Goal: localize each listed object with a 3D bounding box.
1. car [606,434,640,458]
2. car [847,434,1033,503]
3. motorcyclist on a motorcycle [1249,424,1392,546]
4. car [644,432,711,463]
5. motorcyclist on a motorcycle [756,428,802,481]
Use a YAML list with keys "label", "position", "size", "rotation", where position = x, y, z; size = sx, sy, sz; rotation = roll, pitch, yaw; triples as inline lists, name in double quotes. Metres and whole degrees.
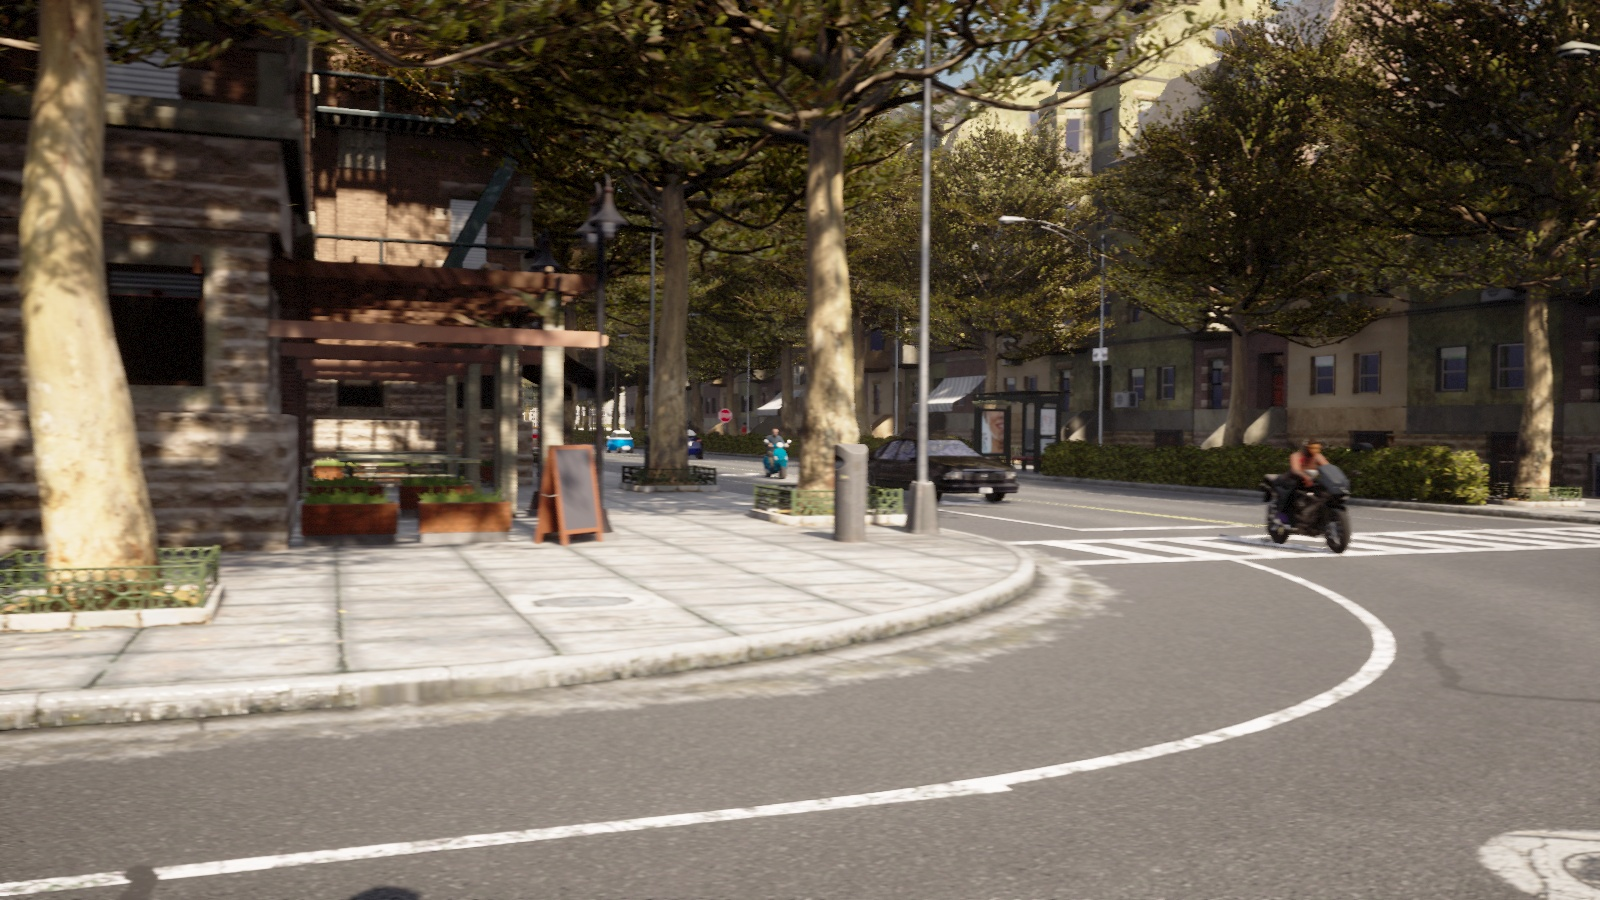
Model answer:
- label: "car"
  position: [-10.621, -0.255, 75.135]
  size: [1.481, 1.376, 2.207]
  rotation: [-1, 1, -23]
- label: "car"
  position: [3.066, 0.342, 28.910]
  size: [2.033, 1.411, 5.357]
  rotation: [-1, 1, -21]
- label: "motorcyclist on a motorcycle"
  position: [6.958, 0.430, 16.909]
  size: [0.797, 1.523, 2.044]
  rotation: [-2, 1, -9]
- label: "car"
  position: [-6.258, -0.171, 63.723]
  size: [2.163, 1.488, 4.792]
  rotation: [-1, 1, -21]
- label: "motorcyclist on a motorcycle"
  position: [-0.668, 0.126, 38.862]
  size: [0.866, 1.590, 1.817]
  rotation: [-1, 1, -21]
